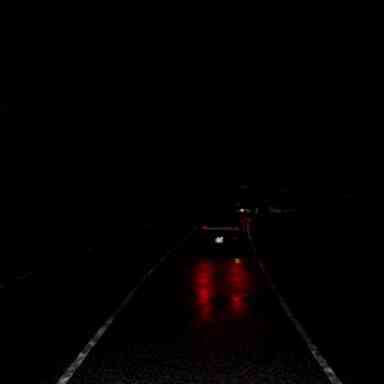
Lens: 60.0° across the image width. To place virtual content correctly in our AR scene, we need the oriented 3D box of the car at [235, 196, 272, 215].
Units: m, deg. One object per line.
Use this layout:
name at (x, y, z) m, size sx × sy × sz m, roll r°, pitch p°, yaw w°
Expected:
car at (5.550, 1.103, 29.670) m, size 1.837 × 1.490 × 4.892 m, roll 3°, pitch 5°, yaw 35°

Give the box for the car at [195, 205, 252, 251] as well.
car at (1.241, 1.552, 14.442) m, size 2.128 × 1.511 × 4.902 m, roll 1°, pitch 0°, yaw 6°
